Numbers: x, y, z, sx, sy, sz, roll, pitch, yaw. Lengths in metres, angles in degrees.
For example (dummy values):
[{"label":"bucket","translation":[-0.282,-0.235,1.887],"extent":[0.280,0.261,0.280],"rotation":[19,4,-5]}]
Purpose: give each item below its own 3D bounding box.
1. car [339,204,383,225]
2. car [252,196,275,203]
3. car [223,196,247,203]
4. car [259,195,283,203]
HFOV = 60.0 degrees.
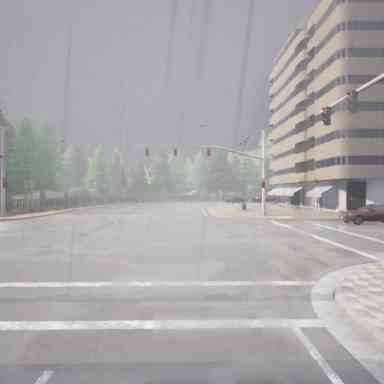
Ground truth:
[{"label":"car","translation":[13.167,1.581,24.113],"extent":[4.674,1.442,1.812],"rotation":[0,0,-1]},{"label":"car","translation":[14.204,1.526,67.860],"extent":[4.674,1.442,1.812],"rotation":[0,0,-34]},{"label":"car","translation":[8.891,1.547,68.158],"extent":[5.357,1.411,2.033],"rotation":[0,0,-38]},{"label":"car","translation":[17.555,1.525,73.762],"extent":[4.902,1.511,2.128],"rotation":[0,0,-23]}]
